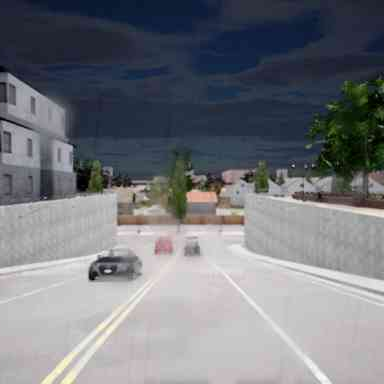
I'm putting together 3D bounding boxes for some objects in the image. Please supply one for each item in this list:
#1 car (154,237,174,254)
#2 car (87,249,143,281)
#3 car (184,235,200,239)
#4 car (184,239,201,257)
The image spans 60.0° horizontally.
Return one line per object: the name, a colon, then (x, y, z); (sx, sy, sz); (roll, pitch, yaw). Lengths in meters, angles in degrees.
car: (-3.553, 6.895, 43.268); (2.150, 2.045, 5.566); (0, -5, 0)
car: (-3.611, 3.496, 16.269); (1.994, 1.385, 4.181); (0, -8, 0)
car: (-0.045, 7.404, 49.666); (2.150, 2.045, 5.566); (0, -5, 0)
car: (0.067, 6.744, 39.383); (1.882, 1.535, 5.008); (0, -7, 0)
